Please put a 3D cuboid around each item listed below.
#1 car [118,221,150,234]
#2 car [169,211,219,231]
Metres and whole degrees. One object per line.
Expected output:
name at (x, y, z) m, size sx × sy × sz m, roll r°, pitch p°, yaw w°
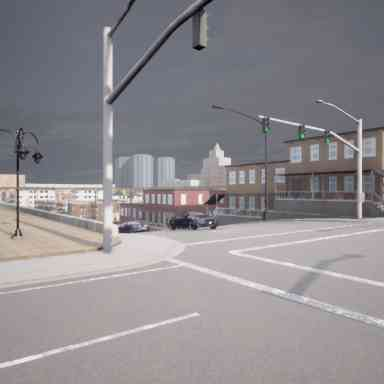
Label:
car at (-5.825, 3.505, 32.134) m, size 1.812 × 1.442 × 4.674 m, roll 0°, pitch -12°, yaw -37°
car at (0.042, 2.054, 24.162) m, size 1.994 × 1.385 × 4.181 m, roll 0°, pitch -4°, yaw -36°
